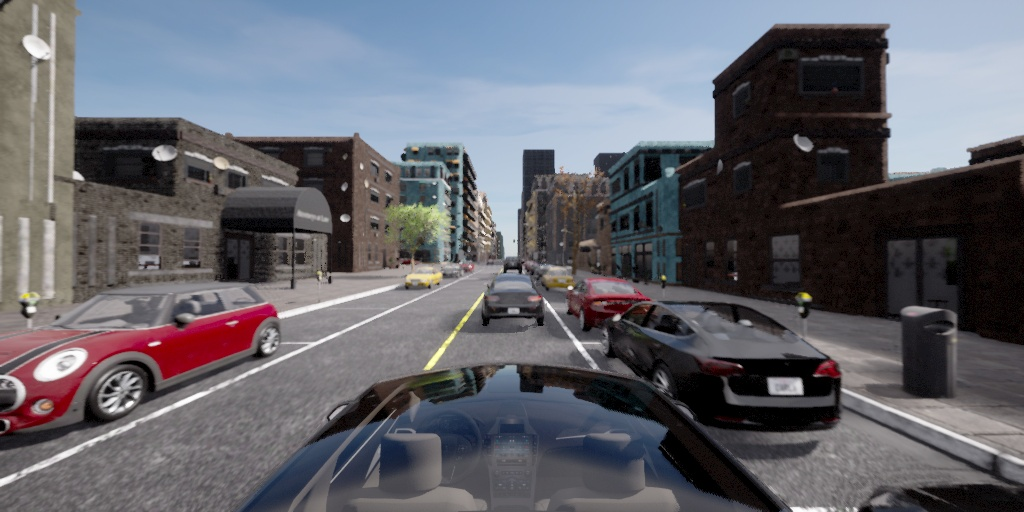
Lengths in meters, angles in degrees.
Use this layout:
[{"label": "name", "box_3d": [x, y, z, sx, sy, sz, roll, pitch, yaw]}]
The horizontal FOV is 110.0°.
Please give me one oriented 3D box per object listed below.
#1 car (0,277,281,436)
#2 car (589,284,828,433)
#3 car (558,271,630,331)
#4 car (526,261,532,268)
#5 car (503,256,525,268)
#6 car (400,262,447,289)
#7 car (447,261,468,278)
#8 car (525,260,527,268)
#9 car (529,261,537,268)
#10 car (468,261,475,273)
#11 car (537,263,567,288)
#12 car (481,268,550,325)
[{"label": "car", "box_3d": [-5.689, 1.200, 5.615, 1.967, 1.591, 4.097, 0, 0, 0]}, {"label": "car", "box_3d": [2.691, 1.326, 5.615, 1.948, 1.339, 4.313, 0, 0, 0]}, {"label": "car", "box_3d": [2.698, 1.319, 10.841, 1.888, 1.381, 4.507, 0, 0, 0]}, {"label": "car", "box_3d": [2.819, 1.416, 37.843, 1.948, 1.339, 4.313, 0, 0, 0]}, {"label": "car", "box_3d": [0.096, 1.079, 42.458, 2.150, 2.045, 5.566, 0, -1, 0]}, {"label": "car", "box_3d": [-5.760, 1.335, 23.690, 1.751, 1.417, 4.829, 0, 0, 0]}, {"label": "car", "box_3d": [-5.815, 1.392, 34.925, 2.007, 1.370, 4.403, 0, 0, 0]}, {"label": "car", "box_3d": [2.818, 1.459, 46.845, 1.802, 1.307, 4.207, 0, 0, 0]}, {"label": "car", "box_3d": [2.790, 1.378, 30.299, 2.007, 1.370, 4.403, 0, 0, 0]}, {"label": "car", "box_3d": [-5.822, 1.313, 45.744, 1.967, 1.591, 4.097, 0, 0, 0]}, {"label": "car", "box_3d": [2.750, 1.330, 22.078, 1.751, 1.417, 4.829, 0, 0, 0]}, {"label": "car", "box_3d": [0.018, 1.302, 11.810, 1.812, 1.442, 4.674, 0, 0, -1]}]
